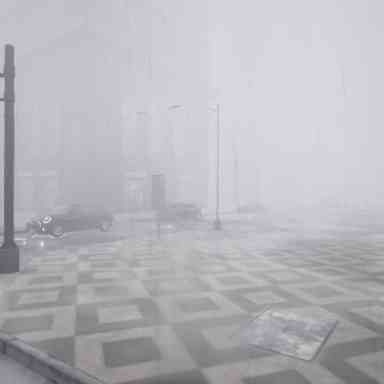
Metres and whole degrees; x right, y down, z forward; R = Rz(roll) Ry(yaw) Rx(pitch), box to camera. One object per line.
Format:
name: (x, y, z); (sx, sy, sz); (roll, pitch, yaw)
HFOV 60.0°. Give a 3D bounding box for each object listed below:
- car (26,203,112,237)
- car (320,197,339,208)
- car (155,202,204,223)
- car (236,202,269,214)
car: (-6.792, 1.415, 18.679); (2.097, 1.767, 4.553); (0, 0, 37)
car: (22.141, 1.645, 53.447); (2.097, 1.767, 4.553); (0, 0, 35)
car: (-0.934, 1.612, 26.794); (1.837, 1.490, 4.892); (0, 0, 36)
car: (6.910, 1.772, 37.692); (1.895, 1.301, 4.718); (0, 0, 37)
